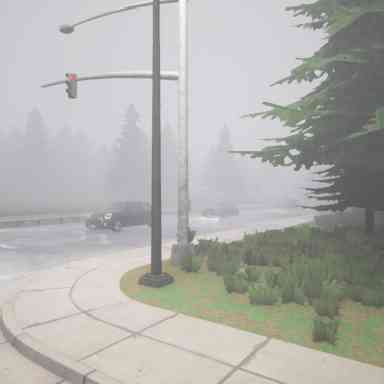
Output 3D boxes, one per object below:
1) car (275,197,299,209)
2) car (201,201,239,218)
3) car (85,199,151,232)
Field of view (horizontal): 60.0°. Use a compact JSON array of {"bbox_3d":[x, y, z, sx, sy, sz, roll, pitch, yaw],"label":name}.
[{"bbox_3d":[12.697,1.464,44.175,2.128,1.511,4.902,0,0,37],"label":"car"},{"bbox_3d":[2.587,1.537,30.053,1.994,1.385,4.181,0,0,35],"label":"car"},{"bbox_3d":[-4.189,1.324,20.242,2.097,1.767,4.553,0,0,34],"label":"car"}]
